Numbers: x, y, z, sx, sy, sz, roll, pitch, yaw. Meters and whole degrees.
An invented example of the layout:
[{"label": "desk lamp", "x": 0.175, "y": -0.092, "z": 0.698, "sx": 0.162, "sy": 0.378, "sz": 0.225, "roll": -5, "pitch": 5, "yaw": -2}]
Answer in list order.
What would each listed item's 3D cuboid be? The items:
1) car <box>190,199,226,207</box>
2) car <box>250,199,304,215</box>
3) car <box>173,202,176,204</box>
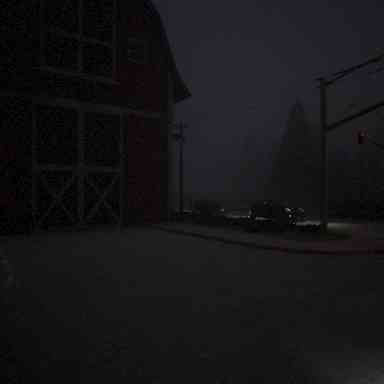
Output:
[{"label": "car", "x": 1.613, "y": 1.521, "z": 34.493, "sx": 2.128, "sy": 1.511, "sz": 4.902, "roll": 0, "pitch": 0, "yaw": -34}, {"label": "car", "x": 6.795, "y": 1.381, "z": 26.941, "sx": 2.097, "sy": 1.767, "sz": 4.553, "roll": 0, "pitch": 0, "yaw": -34}, {"label": "car", "x": -3.825, "y": 1.507, "z": 42.426, "sx": 1.882, "sy": 1.535, "sz": 5.008, "roll": 0, "pitch": 0, "yaw": -34}]
